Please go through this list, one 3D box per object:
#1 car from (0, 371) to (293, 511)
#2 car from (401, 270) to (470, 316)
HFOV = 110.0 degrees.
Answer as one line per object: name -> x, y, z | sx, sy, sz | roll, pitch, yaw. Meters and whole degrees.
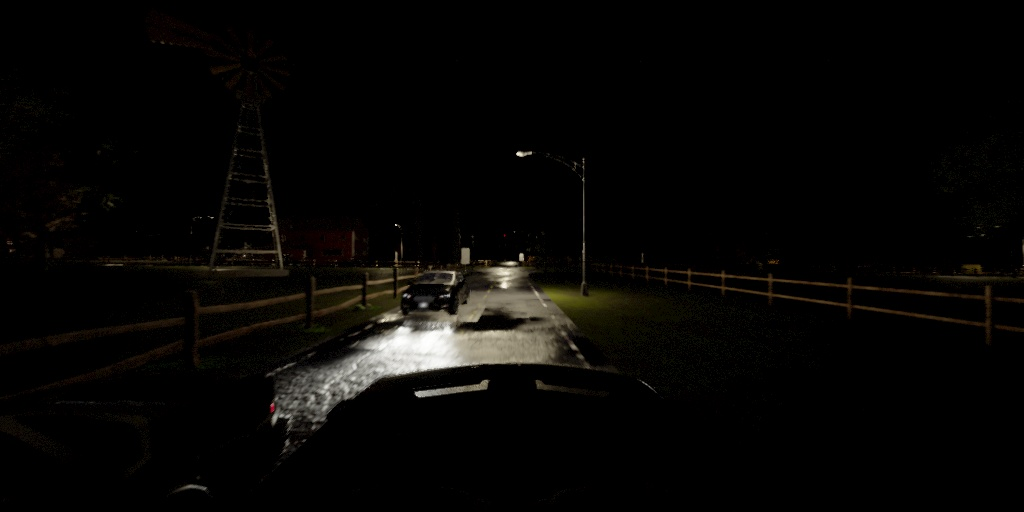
car -> -2.797, 1.292, 0.654 | 2.033, 1.411, 5.357 | 0, 0, 0
car -> -2.784, 1.309, 13.819 | 2.128, 1.511, 4.902 | 0, 0, 1
